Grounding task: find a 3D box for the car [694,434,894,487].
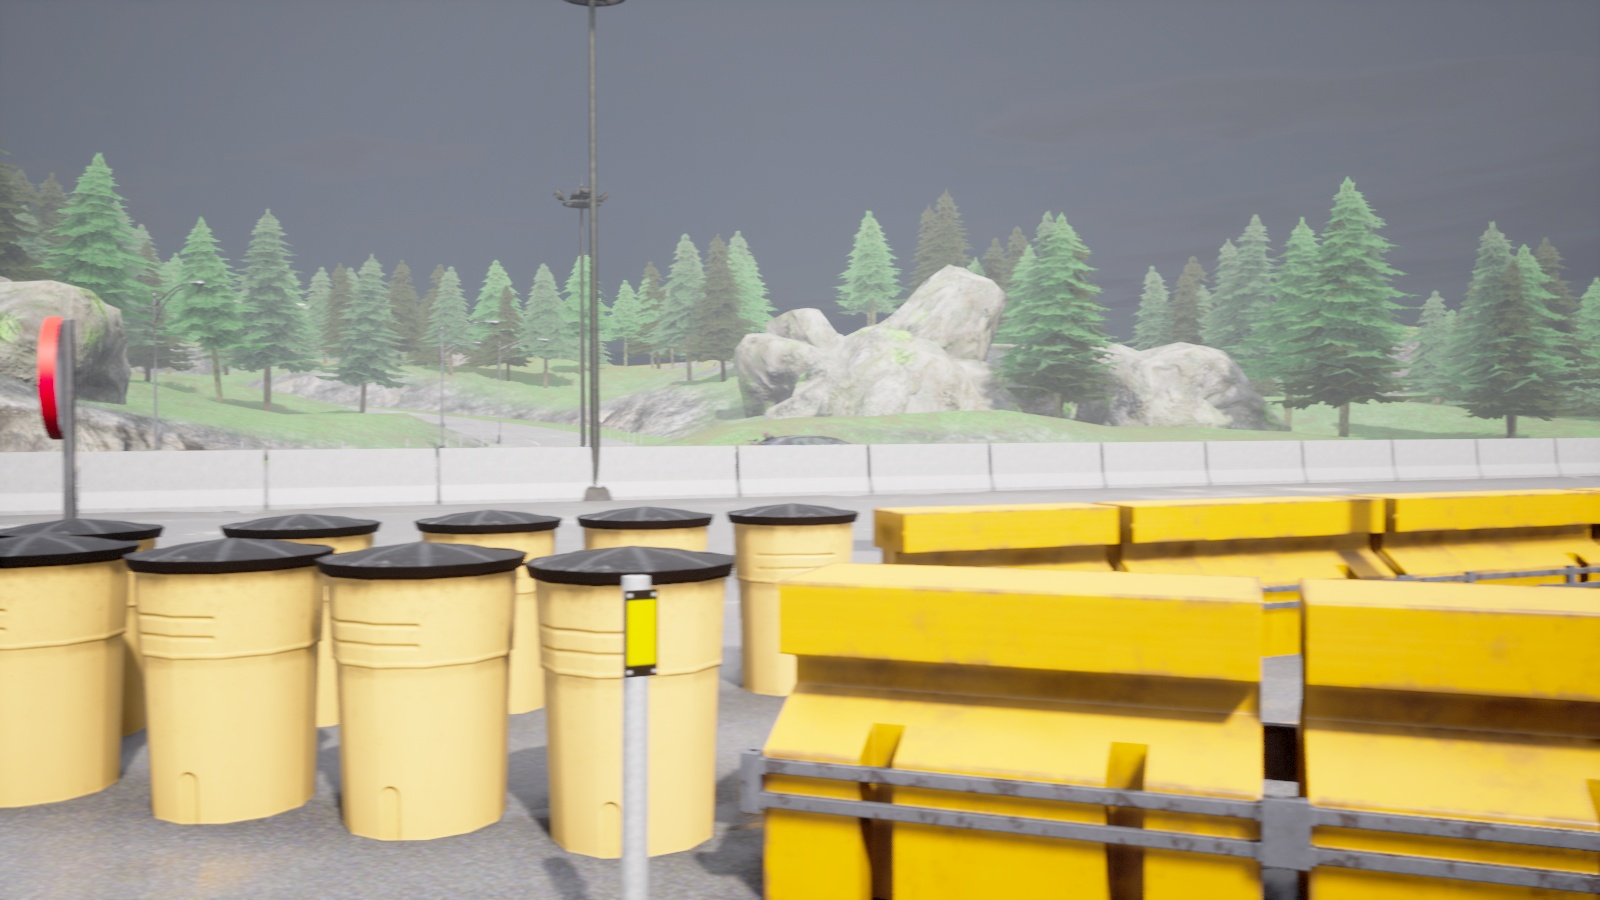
[{"bbox_3d":[-0.163,0.269,36.106,5.357,1.411,2.033,0,1,-22],"label":"car"}]
